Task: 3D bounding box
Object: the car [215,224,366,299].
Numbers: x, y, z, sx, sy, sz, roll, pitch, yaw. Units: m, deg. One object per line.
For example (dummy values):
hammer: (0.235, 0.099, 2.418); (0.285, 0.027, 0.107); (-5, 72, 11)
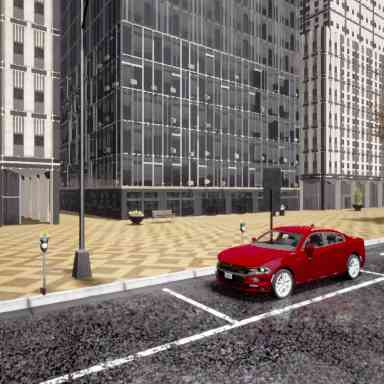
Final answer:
car: (2.606, 1.545, 8.422); (4.507, 1.381, 1.887); (0, 0, -36)
